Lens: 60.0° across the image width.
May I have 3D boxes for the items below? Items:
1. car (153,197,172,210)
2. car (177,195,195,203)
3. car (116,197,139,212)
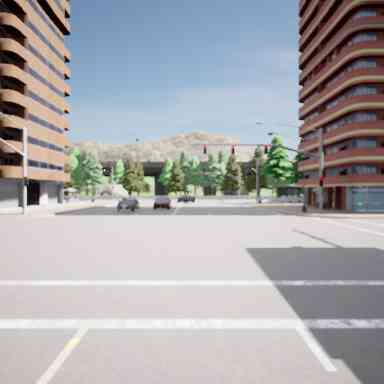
[{"bbox_3d":[-3.552,1.318,40.393,1.882,1.535,5.008,0,0,0],"label":"car"},{"bbox_3d":[-1.097,1.235,61.639,2.128,1.511,4.902,0,0,-27],"label":"car"},{"bbox_3d":[-7.073,1.345,37.070,2.128,1.511,4.902,0,0,0],"label":"car"}]
